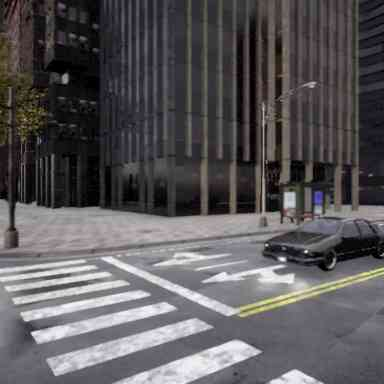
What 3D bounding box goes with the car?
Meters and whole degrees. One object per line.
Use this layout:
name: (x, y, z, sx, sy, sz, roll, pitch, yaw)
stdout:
car: (4.765, 1.541, 11.069, 5.357, 1.411, 2.033, 0, 0, -35)
